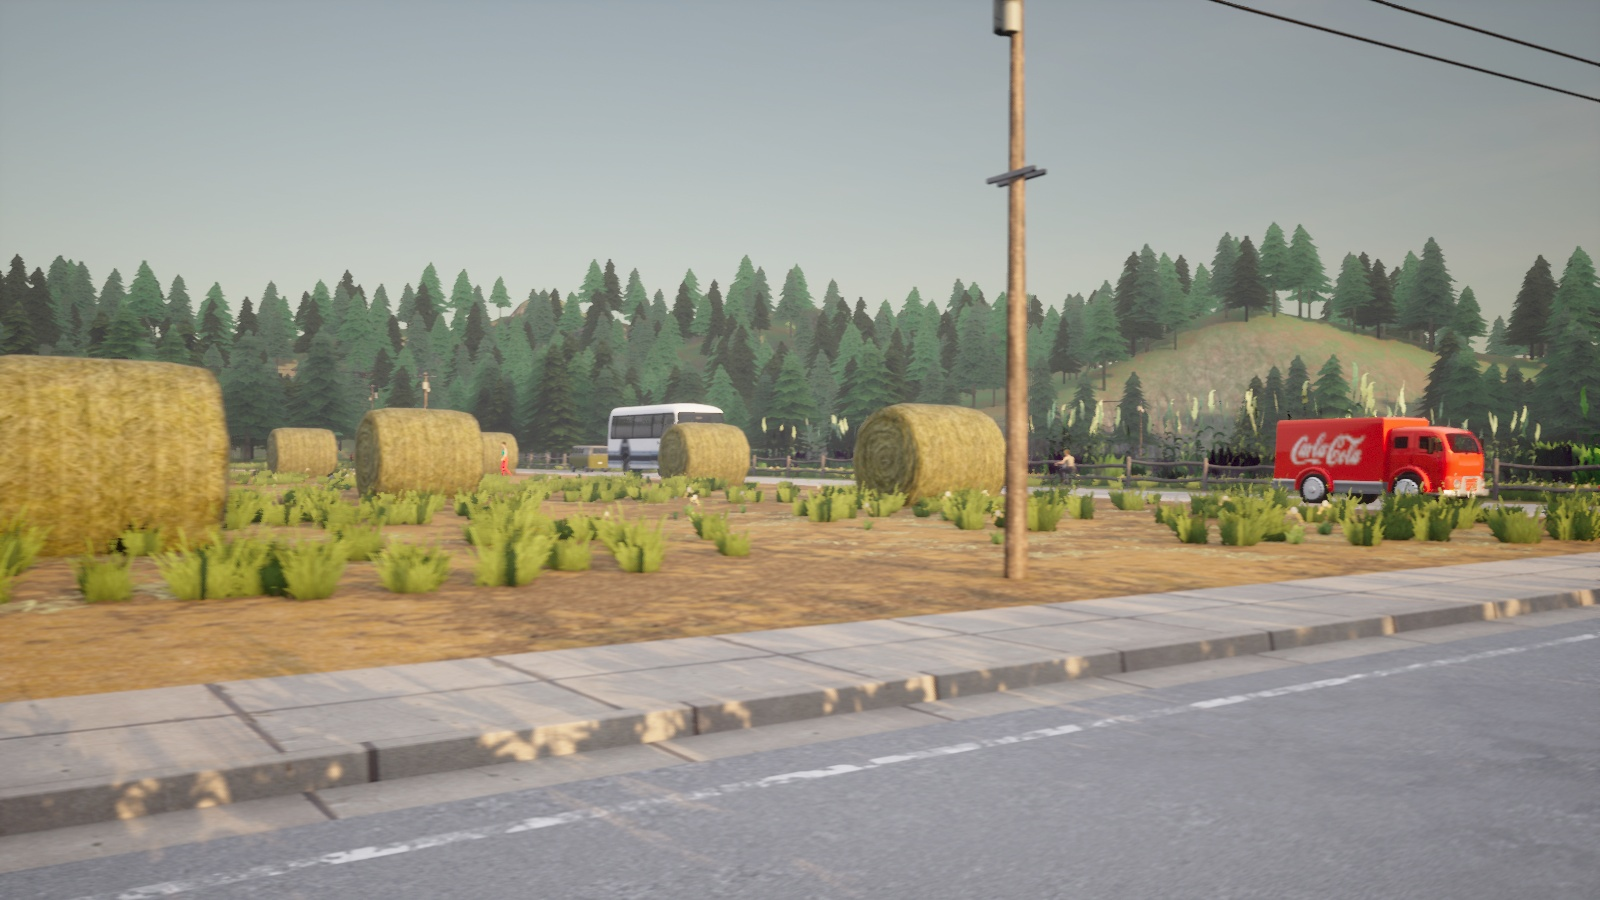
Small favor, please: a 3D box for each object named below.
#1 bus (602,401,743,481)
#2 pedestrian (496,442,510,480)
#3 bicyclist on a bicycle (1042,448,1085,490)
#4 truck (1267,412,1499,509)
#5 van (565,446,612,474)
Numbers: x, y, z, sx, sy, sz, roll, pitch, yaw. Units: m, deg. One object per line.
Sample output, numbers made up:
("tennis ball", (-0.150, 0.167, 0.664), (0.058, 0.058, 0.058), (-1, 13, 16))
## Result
("bus", (-7.512, -0.473, 72.353), (3.944, 4.253, 10.273), (0, 0, -32))
("pedestrian", (-14.446, 0.536, 61.049), (0.594, 1.836, 0.345), (0, 0, -20))
("bicyclist on a bicycle", (10.479, 0.747, 50.050), (0.866, 1.612, 1.509), (0, 0, -32))
("truck", (15.945, 0.274, 34.641), (2.627, 2.467, 5.204), (0, 0, -32))
("van", (-15.492, 0.723, 91.810), (1.775, 1.987, 4.442), (0, 0, -32))
